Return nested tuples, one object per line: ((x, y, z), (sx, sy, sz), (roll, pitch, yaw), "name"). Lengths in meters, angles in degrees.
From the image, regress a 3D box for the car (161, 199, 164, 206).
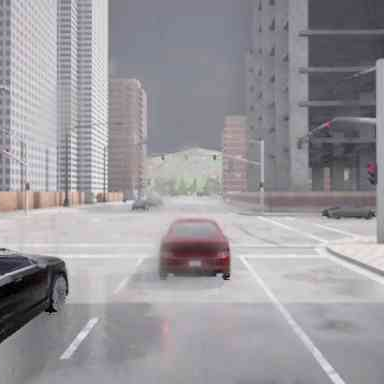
((-6.788, 1.960, 66.677), (2.033, 1.411, 5.357), (0, 0, 1), "car")

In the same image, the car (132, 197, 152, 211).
((-7.180, 1.793, 46.576), (1.837, 1.490, 4.892), (0, 0, 1), "car")

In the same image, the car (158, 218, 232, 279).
((0.070, 1.542, 10.311), (1.882, 1.535, 5.008), (0, 0, 0), "car")

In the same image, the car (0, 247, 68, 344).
((-3.433, 1.524, 4.854), (2.128, 1.511, 4.902), (0, 0, 0), "car")

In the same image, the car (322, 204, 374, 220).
((13.966, 1.748, 29.861), (4.181, 1.385, 1.994), (0, 0, 0), "car")

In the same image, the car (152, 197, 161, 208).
((-7.012, 1.701, 56.409), (2.097, 1.767, 4.553), (0, 0, 1), "car")
